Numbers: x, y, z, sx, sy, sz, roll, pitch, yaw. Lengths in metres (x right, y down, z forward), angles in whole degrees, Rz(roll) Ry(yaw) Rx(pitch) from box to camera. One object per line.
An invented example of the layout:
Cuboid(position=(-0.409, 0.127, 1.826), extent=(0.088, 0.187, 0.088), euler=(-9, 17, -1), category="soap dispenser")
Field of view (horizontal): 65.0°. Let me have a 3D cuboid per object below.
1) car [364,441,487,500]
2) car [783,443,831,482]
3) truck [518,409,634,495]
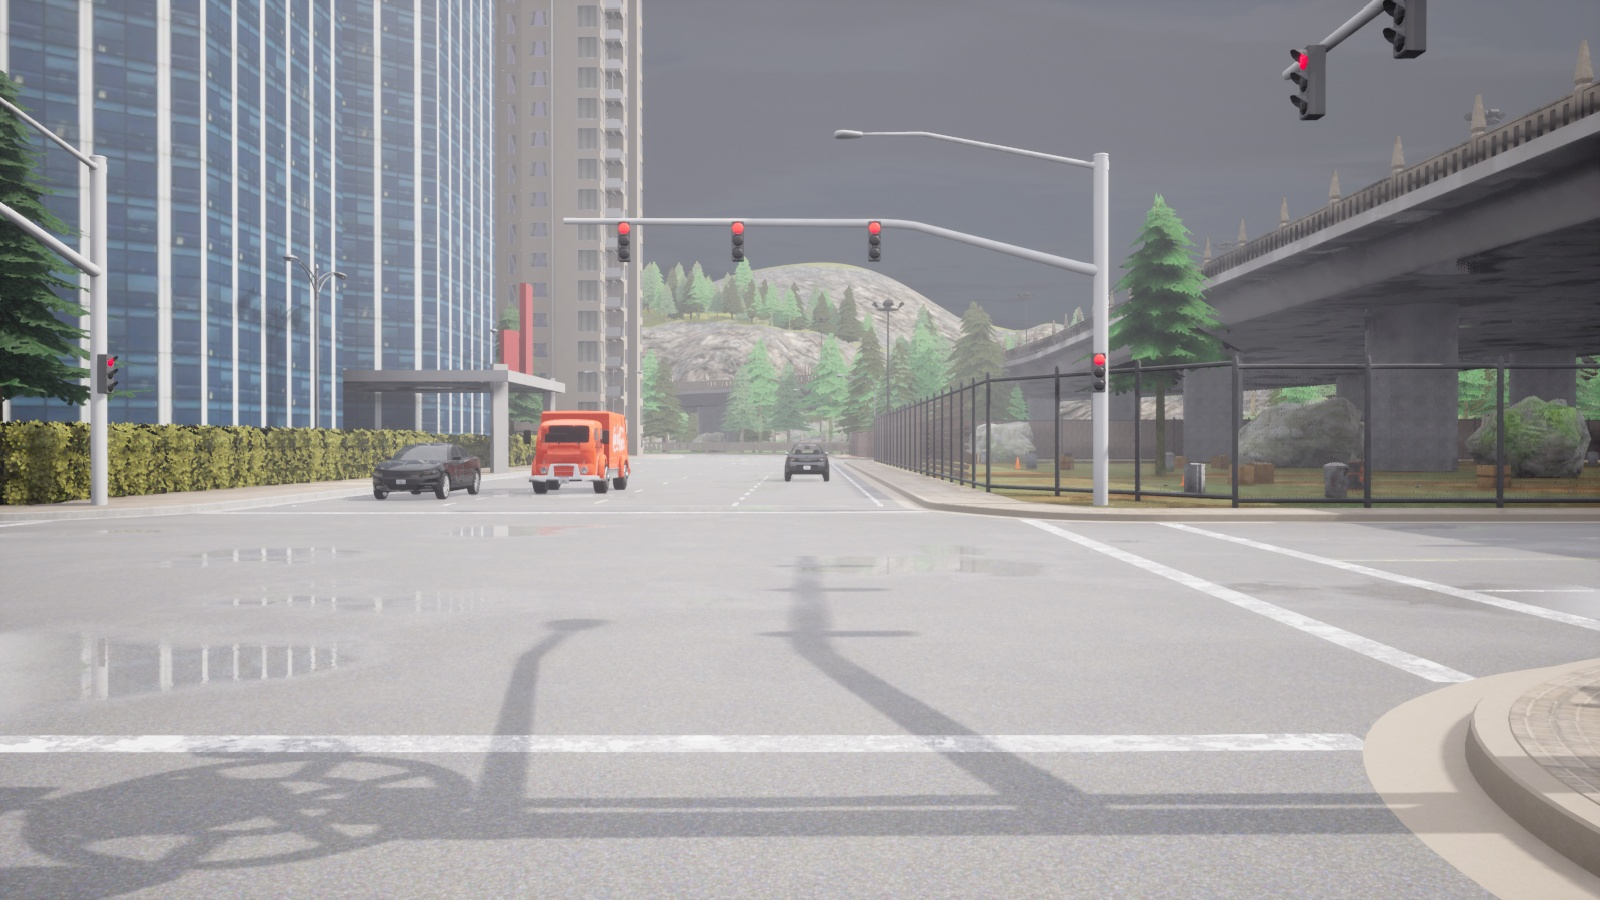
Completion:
Cuboid(position=(-10.300, 0.518, 34.939), extent=(1.882, 1.535, 5.008), euler=(0, 0, 0), category="car")
Cuboid(position=(0.283, 0.475, 50.538), extent=(1.816, 1.474, 4.193), euler=(0, 0, 0), category="car")
Cuboid(position=(-6.780, 0.036, 38.678), extent=(2.627, 2.467, 5.204), euler=(0, 0, 0), category="truck")
